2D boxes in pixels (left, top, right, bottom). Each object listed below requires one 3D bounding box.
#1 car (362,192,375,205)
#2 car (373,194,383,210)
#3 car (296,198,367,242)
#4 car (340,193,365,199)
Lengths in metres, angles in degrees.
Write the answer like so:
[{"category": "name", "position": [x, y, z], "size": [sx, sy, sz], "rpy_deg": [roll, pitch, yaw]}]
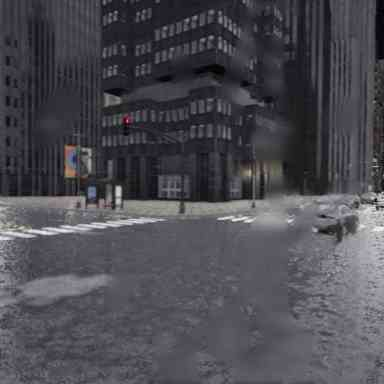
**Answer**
[{"category": "car", "position": [23.692, 0.800, 44.965], "size": [2.097, 1.767, 4.553], "rpy_deg": [1, 1, 36]}, {"category": "car", "position": [20.631, 1.116, 34.943], "size": [1.812, 1.442, 4.674], "rpy_deg": [1, 1, 36]}, {"category": "car", "position": [6.227, 1.261, 15.067], "size": [2.128, 1.511, 4.902], "rpy_deg": [1, 1, 36]}, {"category": "car", "position": [16.138, 1.095, 34.594], "size": [2.033, 1.411, 5.357], "rpy_deg": [1, 1, 36]}]
